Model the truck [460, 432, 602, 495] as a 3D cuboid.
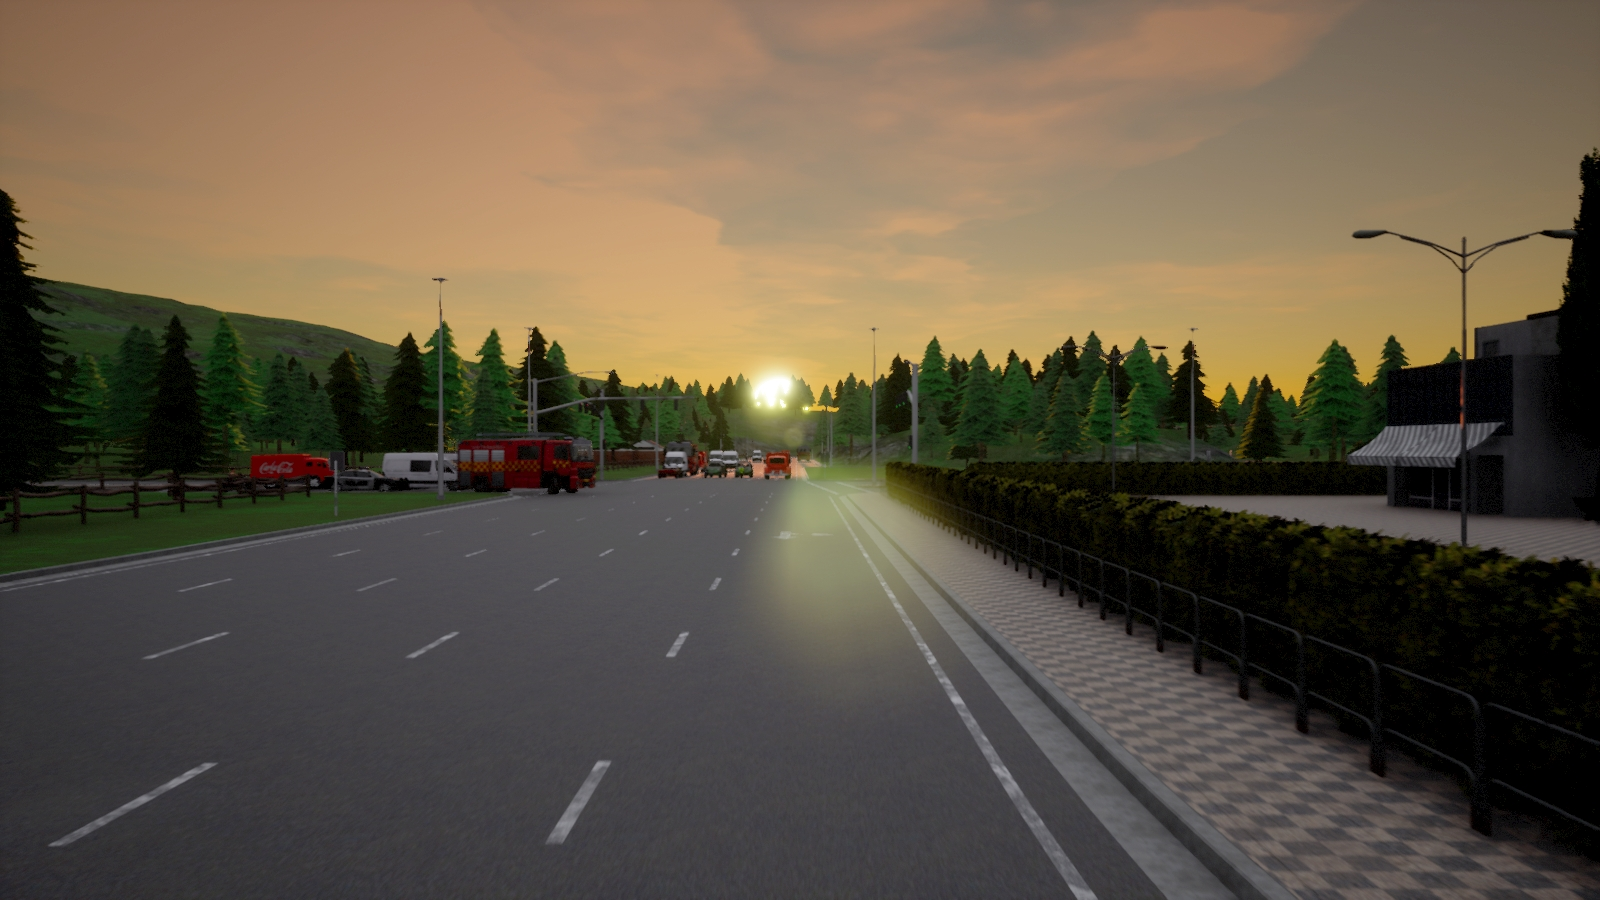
[{"bbox_3d":[-16.961,0.843,72.143,8.468,3.827,2.891,0,0,18],"label":"truck"}]
